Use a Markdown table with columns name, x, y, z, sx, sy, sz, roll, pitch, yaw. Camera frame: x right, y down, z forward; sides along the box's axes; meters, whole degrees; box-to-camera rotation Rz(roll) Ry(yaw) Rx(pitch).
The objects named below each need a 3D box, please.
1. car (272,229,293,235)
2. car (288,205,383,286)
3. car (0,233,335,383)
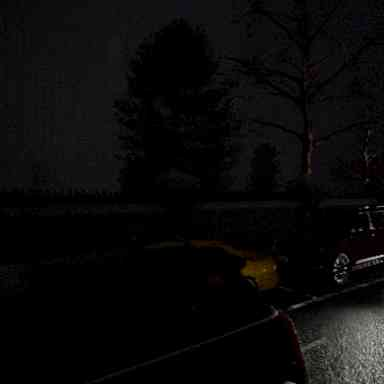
| name | x | y | z | sx | sy | sz | roll | pitch | yaw |
| --- | --- | --- | --- | --- | --- | --- | --- | --- | --- |
| car | -0.423 | 1.529 | 6.253 | 4.829 | 1.417 | 1.752 | 0 | 0 | -35 |
| car | 4.299 | 1.325 | 9.621 | 5.009 | 1.841 | 2.192 | 0 | 0 | -35 |
| car | -1.214 | 1.352 | 2.495 | 4.553 | 1.767 | 2.097 | 0 | 0 | -35 |
